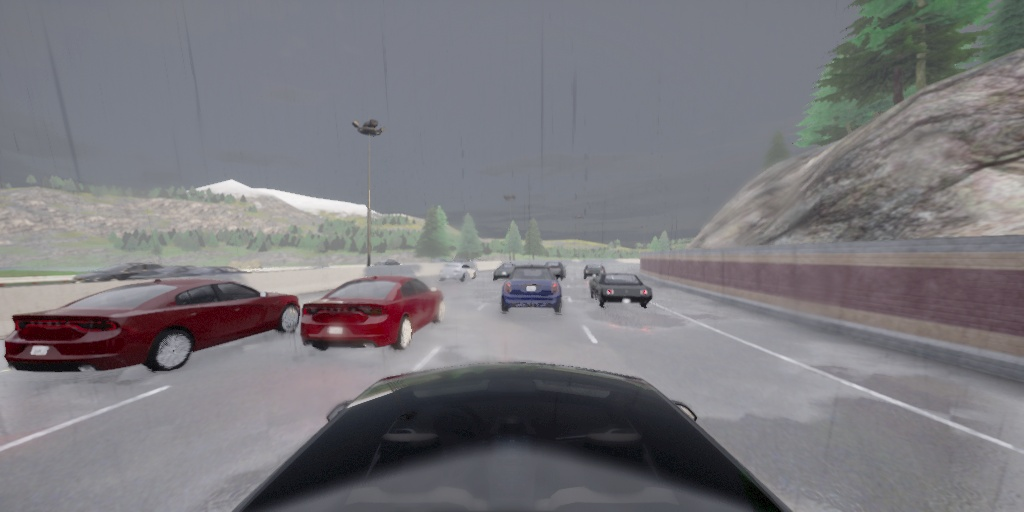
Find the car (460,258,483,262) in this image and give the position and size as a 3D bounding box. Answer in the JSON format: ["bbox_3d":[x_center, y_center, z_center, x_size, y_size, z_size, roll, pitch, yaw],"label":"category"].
[{"bbox_3d":[-6.143,1.234,58.601,1.812,1.442,4.674,0,0,22],"label":"car"}]

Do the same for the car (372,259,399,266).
[{"bbox_3d":[-19.035,1.193,54.201,1.812,1.442,4.674,0,0,19],"label":"car"}]

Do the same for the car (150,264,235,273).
[{"bbox_3d":[-16.352,1.253,19.480,1.994,1.385,4.181,0,0,7],"label":"car"}]

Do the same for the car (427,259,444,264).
[{"bbox_3d":[-12.647,1.211,61.221,1.812,1.442,4.674,0,0,22],"label":"car"}]

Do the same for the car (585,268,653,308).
[{"bbox_3d":[4.439,1.361,15.378,1.895,1.301,4.718,0,0,6],"label":"car"}]

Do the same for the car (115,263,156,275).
[{"bbox_3d":[-19.696,1.241,20.993,1.994,1.385,4.181,0,0,8],"label":"car"}]

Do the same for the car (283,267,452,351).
[{"bbox_3d":[-3.084,1.215,9.031,1.882,1.535,5.008,0,0,3],"label":"car"}]

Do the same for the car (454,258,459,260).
[{"bbox_3d":[-8.950,1.050,60.956,2.097,1.767,4.553,0,0,23],"label":"car"}]

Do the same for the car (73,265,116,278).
[{"bbox_3d":[-23.131,1.170,21.761,1.837,1.490,4.892,0,0,8],"label":"car"}]

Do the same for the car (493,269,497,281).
[{"bbox_3d":[-0.221,1.303,30.006,1.994,1.385,4.181,0,0,12],"label":"car"}]

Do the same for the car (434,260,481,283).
[{"bbox_3d":[-4.182,1.252,28.081,1.812,1.442,4.674,0,0,11],"label":"car"}]

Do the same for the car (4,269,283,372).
[{"bbox_3d":[-6.670,1.203,7.617,1.882,1.535,5.008,0,0,2],"label":"car"}]

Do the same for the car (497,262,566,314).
[{"bbox_3d":[0.829,1.100,13.993,2.097,1.767,4.553,0,0,5],"label":"car"}]

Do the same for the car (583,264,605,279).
[{"bbox_3d":[7.566,1.365,32.754,1.895,1.301,4.718,0,0,14],"label":"car"}]
